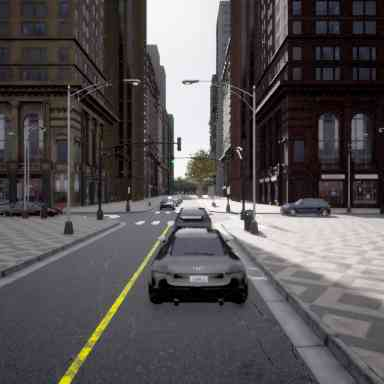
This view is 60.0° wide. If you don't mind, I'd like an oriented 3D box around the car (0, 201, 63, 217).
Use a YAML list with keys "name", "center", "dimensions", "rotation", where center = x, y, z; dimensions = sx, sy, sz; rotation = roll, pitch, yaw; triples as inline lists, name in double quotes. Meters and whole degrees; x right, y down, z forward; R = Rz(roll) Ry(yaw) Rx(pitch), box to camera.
- name: "car"
  center: [-14.132, 1.506, 28.827]
  dimensions: [5.357, 1.411, 2.033]
  rotation: [0, 0, 0]

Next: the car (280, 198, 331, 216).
- name: "car"
  center: [10.847, 1.396, 32.078]
  dimensions: [4.553, 1.767, 2.097]
  rotation: [0, 0, 1]

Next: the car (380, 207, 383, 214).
- name: "car"
  center: [20.503, 1.638, 32.046]
  dimensions: [4.181, 1.385, 1.994]
  rotation: [0, 0, 0]

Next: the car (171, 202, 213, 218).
- name: "car"
  center: [0.032, 1.511, 17.526]
  dimensions: [1.837, 1.490, 4.892]
  rotation: [0, 0, -1]

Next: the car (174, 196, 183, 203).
- name: "car"
  center: [-3.036, 1.568, 73.452]
  dimensions: [1.812, 1.442, 4.674]
  rotation: [0, 0, 0]

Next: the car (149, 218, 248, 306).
- name: "car"
  center: [0.102, 1.566, 8.114]
  dimensions: [1.994, 1.385, 4.181]
  rotation: [0, 0, -1]

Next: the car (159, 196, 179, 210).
- name: "car"
  center: [-3.112, 1.558, 43.043]
  dimensions: [2.033, 1.411, 5.357]
  rotation: [0, 0, 0]

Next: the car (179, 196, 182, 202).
- name: "car"
  center: [-3.117, 1.507, 52.804]
  dimensions: [2.128, 1.511, 4.902]
  rotation: [0, 0, 0]
